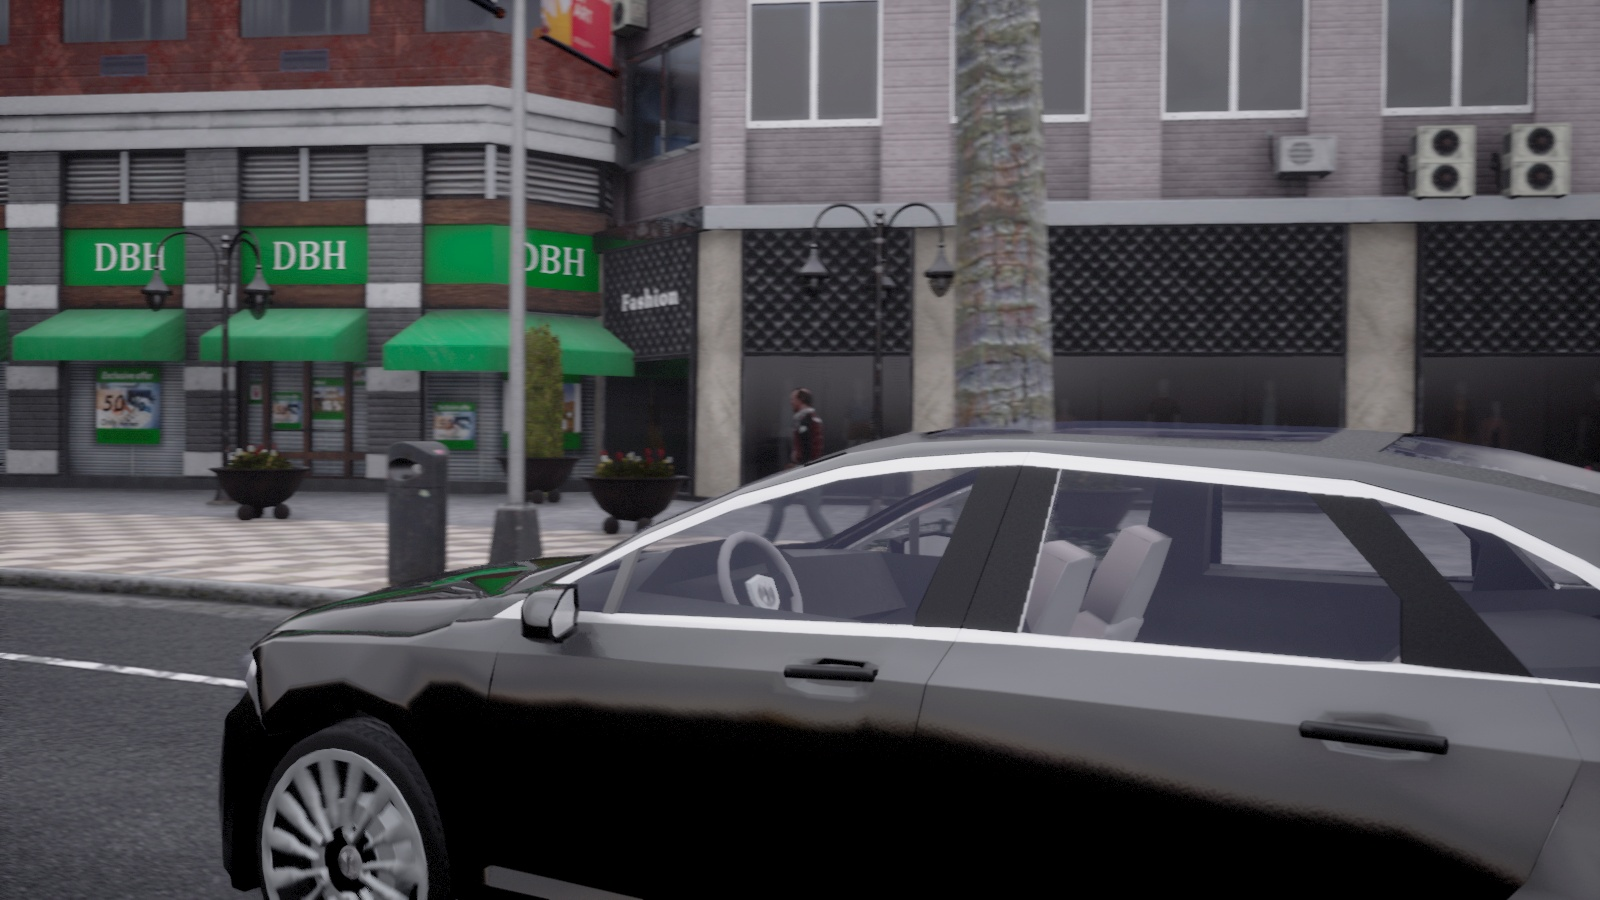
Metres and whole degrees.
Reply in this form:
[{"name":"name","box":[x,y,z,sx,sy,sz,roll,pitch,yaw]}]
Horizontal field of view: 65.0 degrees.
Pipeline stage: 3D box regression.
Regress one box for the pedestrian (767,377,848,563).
[{"name":"pedestrian","box":[0.078,0.202,12.847,0.720,1.854,0.376,0,1,27]}]

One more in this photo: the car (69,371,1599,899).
[{"name":"car","box":[0.569,0.636,3.186,4.902,1.511,2.128,0,1,32]}]
